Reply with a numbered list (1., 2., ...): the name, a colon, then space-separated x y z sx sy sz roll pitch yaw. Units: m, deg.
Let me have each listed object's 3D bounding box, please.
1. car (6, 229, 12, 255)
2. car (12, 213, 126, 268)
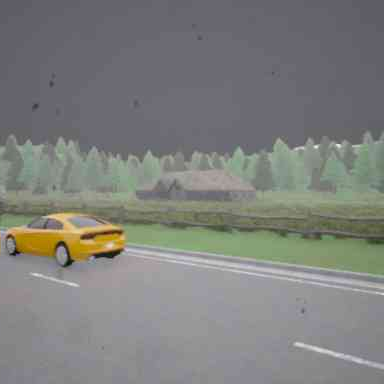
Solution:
1. car: -7.080 1.499 9.003 4.892 1.490 1.837 0 0 36
2. car: -4.475 1.473 11.439 5.008 1.535 1.882 -1 0 36
